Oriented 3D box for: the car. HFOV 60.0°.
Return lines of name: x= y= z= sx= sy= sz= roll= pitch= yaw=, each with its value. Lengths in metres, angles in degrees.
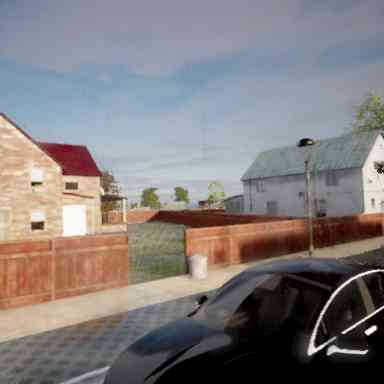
car: x=1.311 y=1.664 z=4.065 sx=4.892 sy=1.490 sz=1.837 roll=0 pitch=-3 yaw=-39
